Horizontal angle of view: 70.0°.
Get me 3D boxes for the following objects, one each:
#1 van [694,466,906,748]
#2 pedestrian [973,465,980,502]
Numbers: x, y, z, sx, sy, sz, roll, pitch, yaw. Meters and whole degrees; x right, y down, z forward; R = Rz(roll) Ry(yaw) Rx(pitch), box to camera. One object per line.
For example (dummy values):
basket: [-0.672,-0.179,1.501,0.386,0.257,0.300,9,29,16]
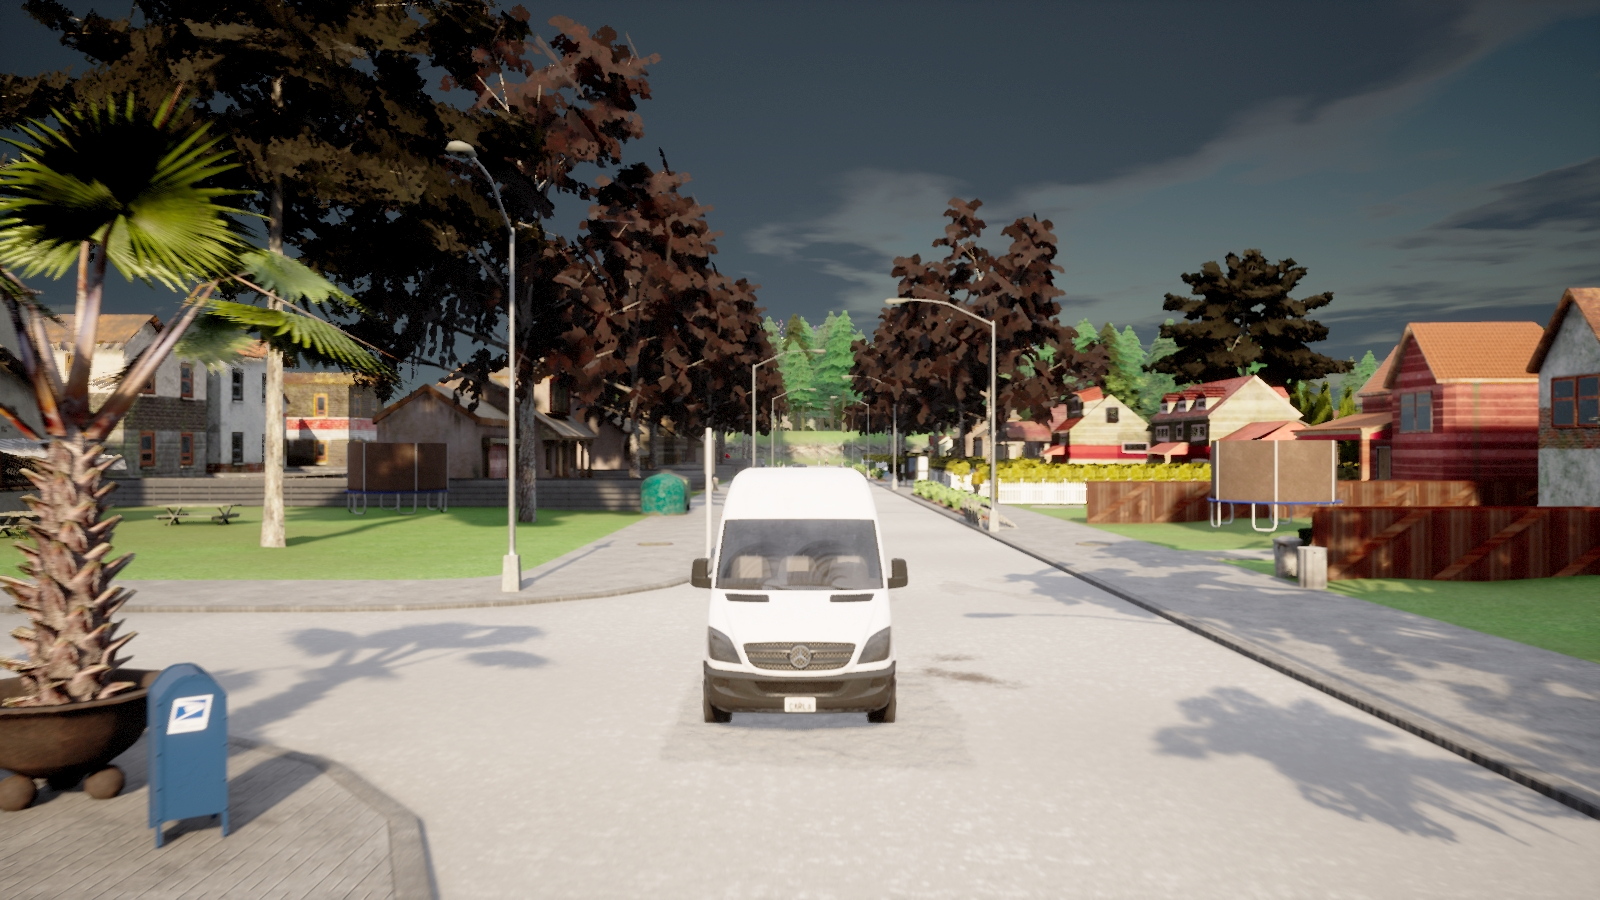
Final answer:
van: [0.004,1.524,13.713,1.988,2.561,5.915,0,0,0]
pedestrian: [9.069,1.707,58.690,0.375,1.860,0.375,0,0,13]
